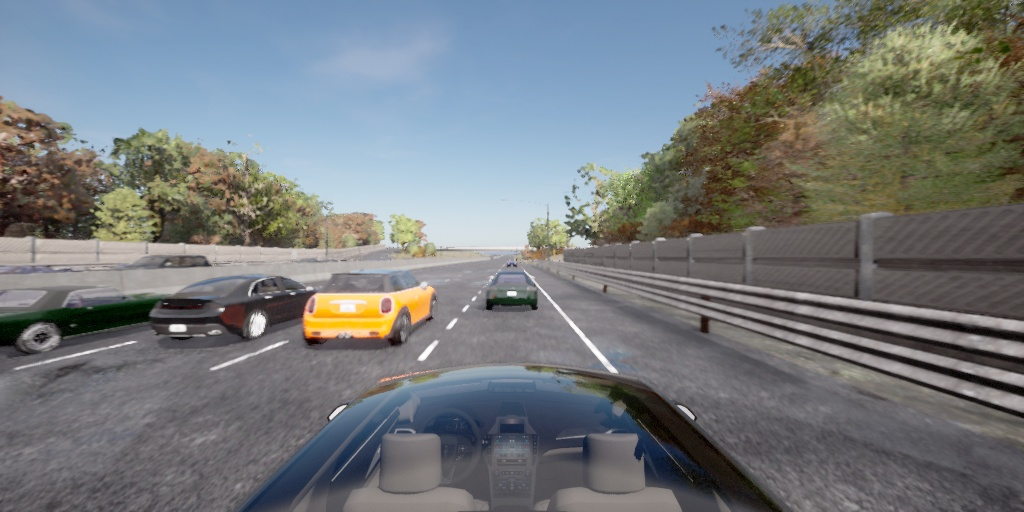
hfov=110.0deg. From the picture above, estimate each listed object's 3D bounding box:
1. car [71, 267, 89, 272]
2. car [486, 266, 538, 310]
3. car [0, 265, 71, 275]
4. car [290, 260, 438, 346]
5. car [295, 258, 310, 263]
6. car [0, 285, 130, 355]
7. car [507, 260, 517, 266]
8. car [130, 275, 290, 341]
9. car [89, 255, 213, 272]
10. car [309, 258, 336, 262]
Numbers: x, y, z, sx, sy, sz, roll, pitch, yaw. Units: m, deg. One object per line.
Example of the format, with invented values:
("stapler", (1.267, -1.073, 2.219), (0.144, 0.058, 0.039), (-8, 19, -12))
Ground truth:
("car", (-24.591, 1.259, 23.172), (1.812, 1.442, 4.674), (0, 0, 0))
("car", (-0.003, 1.300, 14.706), (1.994, 1.385, 4.181), (0, 0, 0))
("car", (-28.093, 1.334, 22.230), (1.895, 1.301, 4.718), (0, 0, 0))
("car", (-3.403, 1.092, 9.560), (2.097, 1.767, 4.553), (0, 0, 0))
("car", (-31.512, 1.088, 55.095), (2.097, 1.767, 4.553), (0, 0, 0))
("car", (-10.399, 1.342, 8.598), (1.895, 1.301, 4.718), (0, 0, 0))
("car", (-0.008, 1.374, 65.425), (1.895, 1.301, 4.718), (0, 0, 0))
("car", (-6.901, 1.245, 9.829), (1.837, 1.490, 4.892), (0, 0, 0))
("car", (-21.096, 0.953, 21.709), (2.150, 2.045, 5.566), (0, 0, 0))
("car", (-28.017, 1.287, 54.307), (1.837, 1.490, 4.892), (0, 2, 0))
